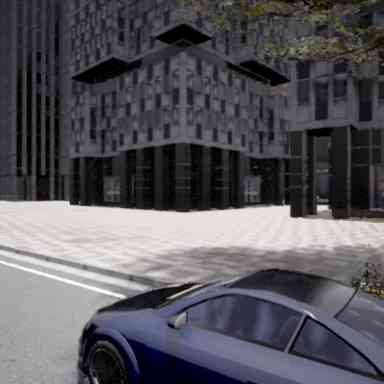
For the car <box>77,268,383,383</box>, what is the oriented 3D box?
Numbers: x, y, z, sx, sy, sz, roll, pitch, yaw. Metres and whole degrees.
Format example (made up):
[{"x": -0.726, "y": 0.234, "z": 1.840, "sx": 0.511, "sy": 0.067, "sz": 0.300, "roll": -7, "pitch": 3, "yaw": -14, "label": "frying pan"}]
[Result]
[{"x": 0.691, "y": 1.568, "z": 3.538, "sx": 4.181, "sy": 1.385, "sz": 1.994, "roll": 0, "pitch": 0, "yaw": 36, "label": "car"}]
